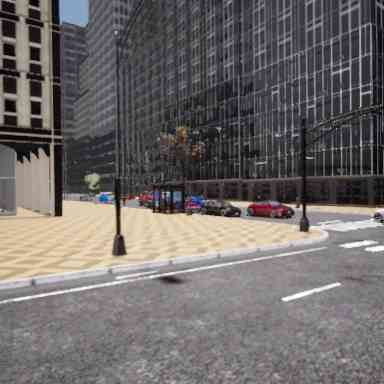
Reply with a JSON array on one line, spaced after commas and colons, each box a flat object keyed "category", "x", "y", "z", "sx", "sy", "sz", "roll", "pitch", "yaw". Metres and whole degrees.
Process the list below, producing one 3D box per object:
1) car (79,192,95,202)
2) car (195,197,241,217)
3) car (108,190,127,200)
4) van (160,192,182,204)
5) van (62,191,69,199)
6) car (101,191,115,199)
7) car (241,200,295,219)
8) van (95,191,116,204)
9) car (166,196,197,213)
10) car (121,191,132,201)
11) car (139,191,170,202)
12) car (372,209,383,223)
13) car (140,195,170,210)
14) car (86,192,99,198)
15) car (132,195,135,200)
[{"category": "car", "x": -19.842, "y": 1.042, "z": 62.180, "sx": 2.008, "sy": 1.369, "sz": 4.403, "roll": 0, "pitch": 1, "yaw": -34}, {"category": "car", "x": 2.485, "y": 1.427, "z": 29.251, "sx": 1.947, "sy": 1.339, "sz": 4.313, "roll": -1, "pitch": 1, "yaw": -34}, {"category": "car", "x": -16.127, "y": 0.617, "z": 71.595, "sx": 2.192, "sy": 1.841, "sz": 5.009, "roll": 0, "pitch": 1, "yaw": -34}, {"category": "van", "x": -3.307, "y": 0.857, "z": 52.820, "sx": 1.690, "sy": 1.788, "sz": 3.998, "roll": -1, "pitch": 1, "yaw": -34}, {"category": "van", "x": -29.457, "y": 0.670, "z": 76.259, "sx": 1.690, "sy": 1.788, "sz": 3.998, "roll": 0, "pitch": 1, "yaw": -34}, {"category": "car", "x": -19.332, "y": 0.688, "z": 76.290, "sx": 1.967, "sy": 1.590, "sz": 4.097, "roll": 0, "pitch": 1, "yaw": -34}, {"category": "car", "x": 6.573, "y": 1.411, "z": 28.072, "sx": 1.994, "sy": 1.385, "sz": 4.181, "roll": -1, "pitch": 1, "yaw": -34}, {"category": "van", "x": -13.432, "y": 0.940, "z": 52.790, "sx": 1.690, "sy": 1.788, "sz": 3.998, "roll": 0, "pitch": 1, "yaw": -34}, {"category": "car", "x": -0.706, "y": 1.391, "z": 33.957, "sx": 1.802, "sy": 1.307, "sz": 4.206, "roll": -1, "pitch": 1, "yaw": -34}, {"category": "car", "x": -13.923, "y": 0.895, "z": 63.762, "sx": 1.882, "sy": 1.535, "sz": 5.008, "roll": -1, "pitch": 1, "yaw": -34}, {"category": "car", "x": -5.326, "y": 0.876, "z": 45.512, "sx": 2.150, "sy": 2.045, "sz": 5.566, "roll": -1, "pitch": 1, "yaw": -34}, {"category": "car", "x": 14.094, "y": 1.418, "z": 21.617, "sx": 1.812, "sy": 1.442, "sz": 4.674, "roll": 0, "pitch": 1, "yaw": -19}, {"category": "car", "x": -3.862, "y": 1.322, "z": 38.683, "sx": 1.947, "sy": 1.339, "sz": 4.313, "roll": -1, "pitch": 1, "yaw": -34}, {"category": "car", "x": -25.741, "y": 0.690, "z": 85.678, "sx": 2.008, "sy": 1.369, "sz": 4.403, "roll": 0, "pitch": 1, "yaw": -34}, {"category": "car", "x": -12.921, "y": 0.938, "z": 66.905, "sx": 1.802, "sy": 1.307, "sz": 4.206, "roll": 0, "pitch": 1, "yaw": -34}]
